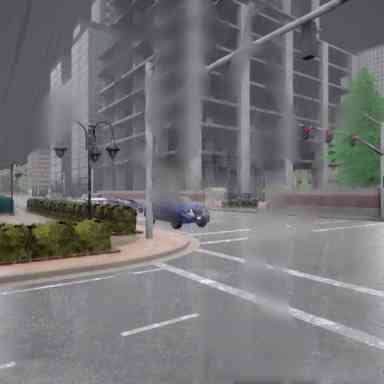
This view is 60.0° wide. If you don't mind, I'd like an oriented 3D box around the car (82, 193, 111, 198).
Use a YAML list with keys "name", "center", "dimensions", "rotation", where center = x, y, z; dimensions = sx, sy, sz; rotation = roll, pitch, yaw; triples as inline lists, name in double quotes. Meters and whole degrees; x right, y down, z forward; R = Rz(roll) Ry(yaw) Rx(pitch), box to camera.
- name: "car"
  center: [-13.037, 1.166, 44.023]
  dimensions: [2.150, 2.045, 5.566]
  rotation: [0, 0, -36]

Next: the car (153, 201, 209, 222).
- name: "car"
  center: [-1.053, 1.492, 27.503]
  dimensions: [2.033, 1.411, 5.357]
  rotation: [0, 0, -36]

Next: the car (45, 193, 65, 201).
- name: "car"
  center: [-18.693, 1.167, 45.876]
  dimensions: [2.150, 2.045, 5.566]
  rotation: [0, 0, -36]

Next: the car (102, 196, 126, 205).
- name: "car"
  center: [-13.356, 1.436, 56.684]
  dimensions: [2.128, 1.511, 4.902]
  rotation: [0, 0, -36]

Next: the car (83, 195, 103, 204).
- name: "car"
  center: [-19.461, 1.436, 65.094]
  dimensions: [2.128, 1.511, 4.902]
  rotation: [0, 0, -36]

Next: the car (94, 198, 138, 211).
- name: "car"
  center: [-6.703, 1.508, 29.305]
  dimensions: [1.994, 1.385, 4.181]
  rotation: [0, 0, -37]

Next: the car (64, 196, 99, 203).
- name: "car"
  center: [-12.406, 1.470, 37.189]
  dimensions: [1.812, 1.442, 4.674]
  rotation: [0, 0, -36]

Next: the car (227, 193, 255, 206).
- name: "car"
  center: [7.080, 1.114, 50.644]
  dimensions: [1.905, 1.878, 3.866]
  rotation: [0, 0, -36]

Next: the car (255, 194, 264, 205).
- name: "car"
  center: [9.469, 1.114, 52.359]
  dimensions: [1.905, 1.878, 3.866]
  rotation: [0, 0, -36]

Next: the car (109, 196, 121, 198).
- name: "car"
  center: [-6.917, 1.470, 35.596]
  dimensions: [1.812, 1.442, 4.674]
  rotation: [0, 0, -36]

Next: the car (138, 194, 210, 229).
- name: "car"
  center: [-1.154, 1.166, 21.707]
  dimensions: [2.150, 2.045, 5.566]
  rotation: [0, 0, -35]
